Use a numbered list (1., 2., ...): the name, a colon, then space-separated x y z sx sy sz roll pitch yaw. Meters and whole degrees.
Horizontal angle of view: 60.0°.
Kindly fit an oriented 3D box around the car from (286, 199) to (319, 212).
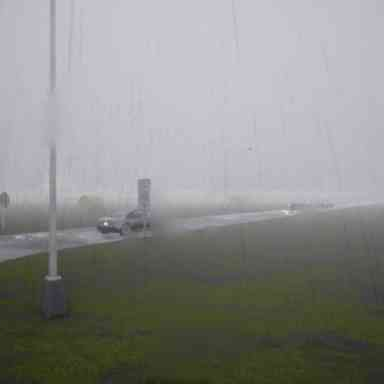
1. car: 14.365 1.790 43.068 1.882 1.535 5.008 0 -1 37

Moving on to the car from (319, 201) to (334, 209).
1. car: 20.583 1.975 51.533 1.895 1.301 4.718 0 -1 37

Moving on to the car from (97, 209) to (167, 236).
1. car: -3.372 1.670 19.216 1.994 1.385 4.181 0 -1 37
